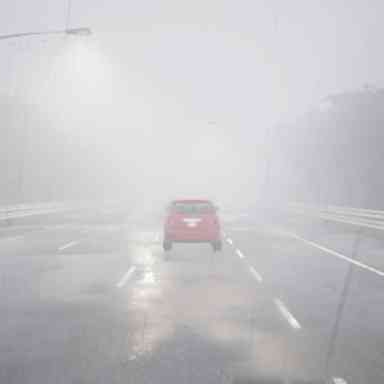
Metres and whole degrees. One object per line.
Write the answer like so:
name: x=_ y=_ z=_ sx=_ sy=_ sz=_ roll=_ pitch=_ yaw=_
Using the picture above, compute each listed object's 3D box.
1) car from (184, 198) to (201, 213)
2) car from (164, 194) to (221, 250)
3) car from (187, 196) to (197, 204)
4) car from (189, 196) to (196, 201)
car: x=0.018 y=1.539 z=38.710 sx=1.882 sy=1.535 sz=5.008 roll=0 pitch=0 yaw=0
car: x=0.008 y=1.244 z=14.488 sx=2.150 sy=2.045 sz=5.566 roll=0 pitch=0 yaw=0
car: x=0.038 y=1.629 z=65.830 sx=1.812 sy=1.442 sz=4.674 roll=0 pitch=0 yaw=0
car: x=0.050 y=1.760 z=92.028 sx=1.895 sy=1.301 sz=4.718 roll=0 pitch=0 yaw=0
